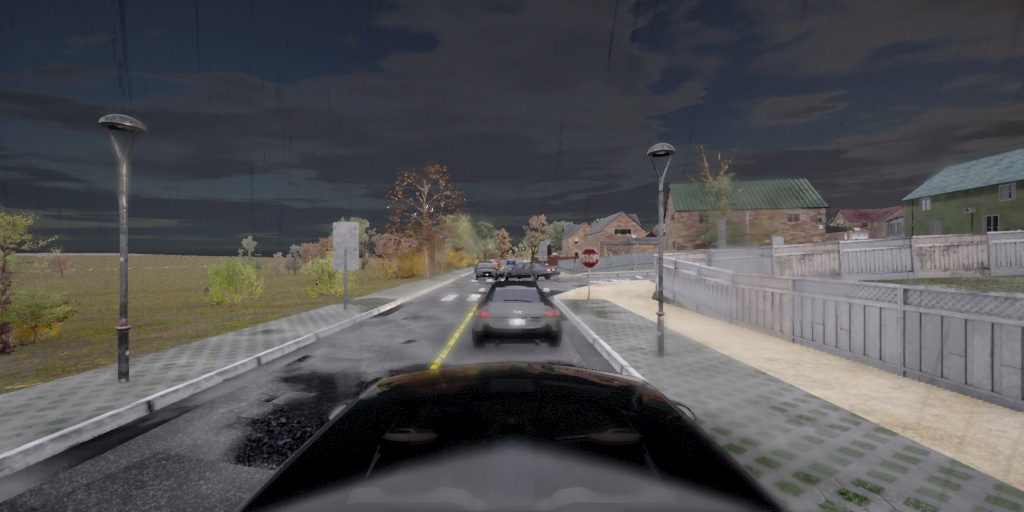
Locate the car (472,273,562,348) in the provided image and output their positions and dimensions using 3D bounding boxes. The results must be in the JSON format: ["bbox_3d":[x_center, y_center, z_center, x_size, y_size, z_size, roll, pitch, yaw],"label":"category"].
[{"bbox_3d":[0.081,1.313,9.282,1.994,1.385,4.181,0,0,-1],"label":"car"}]

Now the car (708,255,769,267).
[{"bbox_3d":[14.329,0.413,22.714,4.181,1.385,1.994,-3,0,16],"label":"car"}]

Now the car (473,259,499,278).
[{"bbox_3d":[-2.334,1.258,31.201,1.837,1.490,4.892,0,0,-8],"label":"car"}]

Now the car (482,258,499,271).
[{"bbox_3d":[-2.986,1.121,51.017,2.097,1.767,4.553,0,0,0],"label":"car"}]

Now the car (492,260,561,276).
[{"bbox_3d":[1.262,1.198,28.300,5.357,1.411,2.033,-4,-3,43],"label":"car"}]

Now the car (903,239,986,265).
[{"bbox_3d":[23.836,-0.208,20.318,4.902,1.511,2.128,-3,0,14],"label":"car"}]
